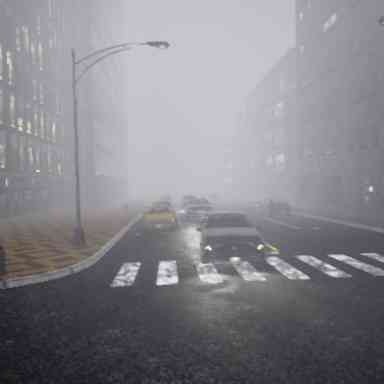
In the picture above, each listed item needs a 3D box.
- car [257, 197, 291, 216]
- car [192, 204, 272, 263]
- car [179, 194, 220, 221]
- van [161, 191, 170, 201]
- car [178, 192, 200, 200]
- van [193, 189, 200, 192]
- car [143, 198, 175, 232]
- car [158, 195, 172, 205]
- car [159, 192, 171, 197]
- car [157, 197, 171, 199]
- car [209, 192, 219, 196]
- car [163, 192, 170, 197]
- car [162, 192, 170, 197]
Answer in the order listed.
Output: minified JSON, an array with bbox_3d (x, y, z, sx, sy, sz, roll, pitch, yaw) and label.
[{"bbox_3d":[6.121,1.091,25.220,2.008,1.369,4.403,-2,1,-4],"label":"car"},{"bbox_3d":[1.153,1.370,11.517,2.033,1.411,5.357,-1,1,0],"label":"car"},{"bbox_3d":[0.428,1.175,24.064,2.128,1.511,4.902,-1,1,-4],"label":"car"},{"bbox_3d":[-5.059,0.666,64.103,1.690,1.788,3.998,-2,1,-4],"label":"van"},{"bbox_3d":[-0.372,1.060,36.338,1.837,1.490,4.892,-1,0,-4],"label":"car"},{"bbox_3d":[1.287,0.171,92.898,1.690,1.788,3.998,-2,1,-4],"label":"van"},{"bbox_3d":[-1.822,1.327,18.816,1.752,1.417,4.829,-2,1,-4],"label":"car"},{"bbox_3d":[-3.843,1.085,47.186,1.802,1.307,4.206,-2,1,-4],"label":"car"},{"bbox_3d":[-3.442,1.107,41.545,1.887,1.381,4.507,-2,1,-4],"label":"car"},{"bbox_3d":[-2.235,1.307,24.626,1.947,1.339,4.313,-2,1,-4],"label":"car"},{"bbox_3d":[3.704,0.624,59.058,1.967,1.590,4.097,-2,1,-4],"label":"car"},{"bbox_3d":[-7.060,0.612,92.306,1.802,1.307,4.206,-2,1,-4],"label":"car"},{"bbox_3d":[-6.659,0.640,86.666,2.008,1.369,4.403,-2,1,-4],"label":"car"}]
